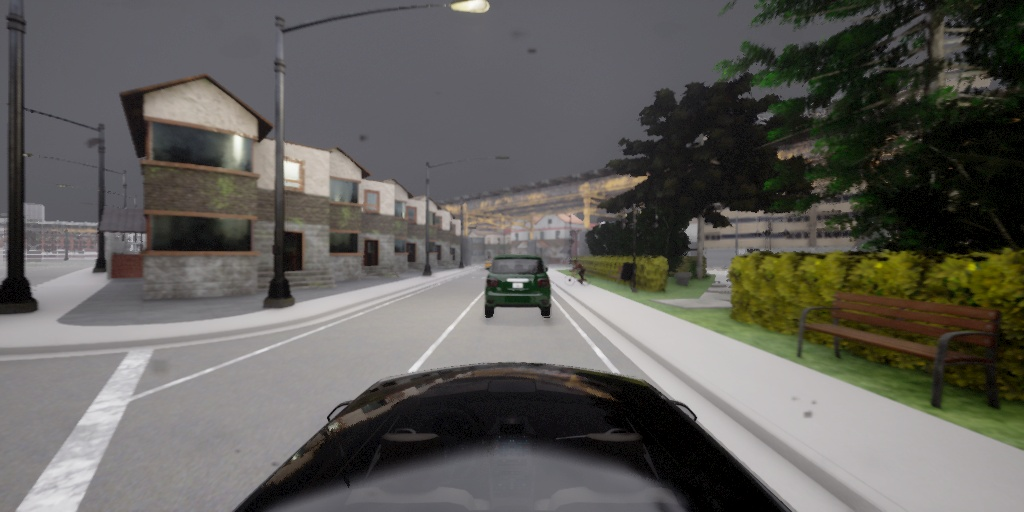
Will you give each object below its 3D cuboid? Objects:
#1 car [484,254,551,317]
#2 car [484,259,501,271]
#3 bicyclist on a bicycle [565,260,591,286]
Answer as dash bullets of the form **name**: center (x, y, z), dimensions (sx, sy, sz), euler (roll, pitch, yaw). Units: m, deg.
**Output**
- **car**: center (0.202, 0.964, 13.327), dimensions (2.150, 2.045, 5.566), euler (0, 0, 1)
- **car**: center (-2.700, 1.183, 50.537), dimensions (1.882, 1.535, 5.008), euler (0, 0, 3)
- **bicyclist on a bicycle**: center (4.081, 1.047, 22.261), dimensions (1.656, 1.620, 0.582), euler (0, 0, 1)
